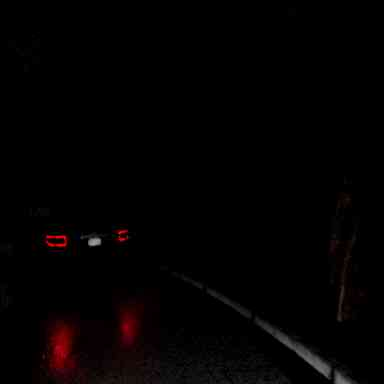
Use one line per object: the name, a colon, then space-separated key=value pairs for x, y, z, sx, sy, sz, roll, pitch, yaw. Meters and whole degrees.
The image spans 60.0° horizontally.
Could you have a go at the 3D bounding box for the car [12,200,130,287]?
car: x=-3.761 y=1.251 z=9.817 sx=2.150 sy=2.045 sz=5.566 roll=0 pitch=0 yaw=-35
